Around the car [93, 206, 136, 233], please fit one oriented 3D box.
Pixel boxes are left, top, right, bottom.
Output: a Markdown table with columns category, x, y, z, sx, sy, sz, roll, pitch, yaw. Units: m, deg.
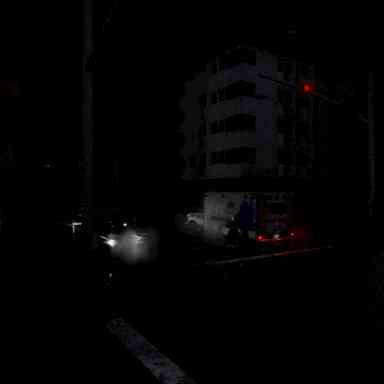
| category | x | y | z | sx | sy | sz | roll | pitch | yaw |
| --- | --- | --- | --- | --- | --- | --- | --- | --- | --- |
| car | -5.230 | 1.681 | 21.539 | 1.837 | 1.490 | 4.892 | 0 | 0 | -33 |

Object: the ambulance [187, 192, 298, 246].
| category | x | y | z | sx | sy | sz | roll | pitch | yaw |
| --- | --- | --- | --- | --- | --- | --- | --- | --- | --- |
| ambulance | 2.098 | 1.221 | 16.782 | 2.351 | 2.431 | 6.366 | 0 | 0 | -33 |

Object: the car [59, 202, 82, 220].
| category | x | y | z | sx | sy | sz | roll | pitch | yaw |
| --- | --- | --- | --- | --- | --- | --- | --- | --- | --- |
| car | -10.758 | 1.668 | 30.189 | 2.128 | 1.511 | 4.902 | 0 | 0 | -32 |
